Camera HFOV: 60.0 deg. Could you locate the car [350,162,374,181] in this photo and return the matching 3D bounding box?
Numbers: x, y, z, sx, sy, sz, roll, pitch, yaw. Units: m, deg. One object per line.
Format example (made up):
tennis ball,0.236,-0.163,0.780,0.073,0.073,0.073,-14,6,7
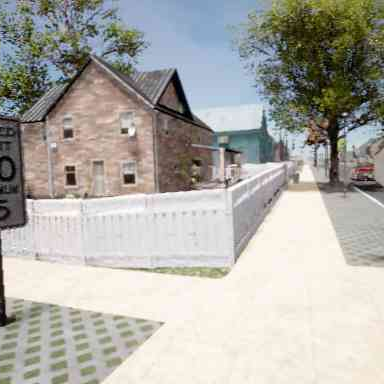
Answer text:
car,14.487,-1.770,27.865,1.882,1.535,5.008,-1,6,19
